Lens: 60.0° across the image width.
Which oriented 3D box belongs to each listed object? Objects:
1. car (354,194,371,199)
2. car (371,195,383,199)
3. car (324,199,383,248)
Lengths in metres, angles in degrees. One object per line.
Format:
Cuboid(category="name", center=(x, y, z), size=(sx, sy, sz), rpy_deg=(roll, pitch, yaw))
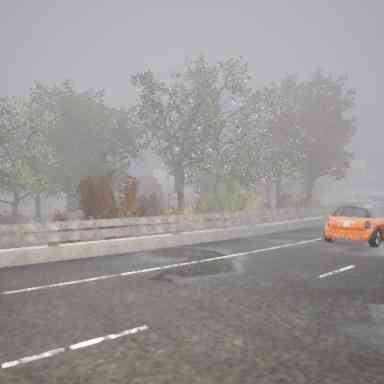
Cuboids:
Cuboid(category="car", center=(40.239, 1.322, 80.008), size=(2.097, 1.767, 4.553), rpy_deg=(0, 0, 4))
Cuboid(category="car", center=(43.718, 1.441, 79.639), size=(1.882, 1.535, 5.008), rpy_deg=(0, 0, 4))
Cuboid(category="car", center=(7.901, 1.364, 15.159), size=(4.553, 1.767, 2.097), rpy_deg=(0, 0, -44))
